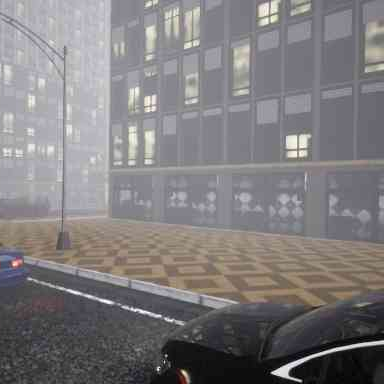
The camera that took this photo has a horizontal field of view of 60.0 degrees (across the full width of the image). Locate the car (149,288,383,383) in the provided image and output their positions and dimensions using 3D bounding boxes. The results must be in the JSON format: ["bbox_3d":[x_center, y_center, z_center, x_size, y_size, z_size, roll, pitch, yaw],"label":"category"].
[{"bbox_3d":[1.850,1.505,2.363,4.892,1.490,1.837,0,0,35],"label":"car"}]

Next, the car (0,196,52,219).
[{"bbox_3d":[-16.025,1.518,30.938,2.192,1.841,5.009,1,0,37],"label":"car"}]

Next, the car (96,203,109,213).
[{"bbox_3d":[-9.210,1.829,40.137,1.752,1.417,4.829,1,0,37],"label":"car"}]

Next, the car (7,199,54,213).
[{"bbox_3d":[-19.505,1.642,40.319,1.752,1.417,4.829,1,0,37],"label":"car"}]

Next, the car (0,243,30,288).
[{"bbox_3d":[-6.070,1.543,8.032,5.357,1.411,2.033,0,0,36],"label":"car"}]
